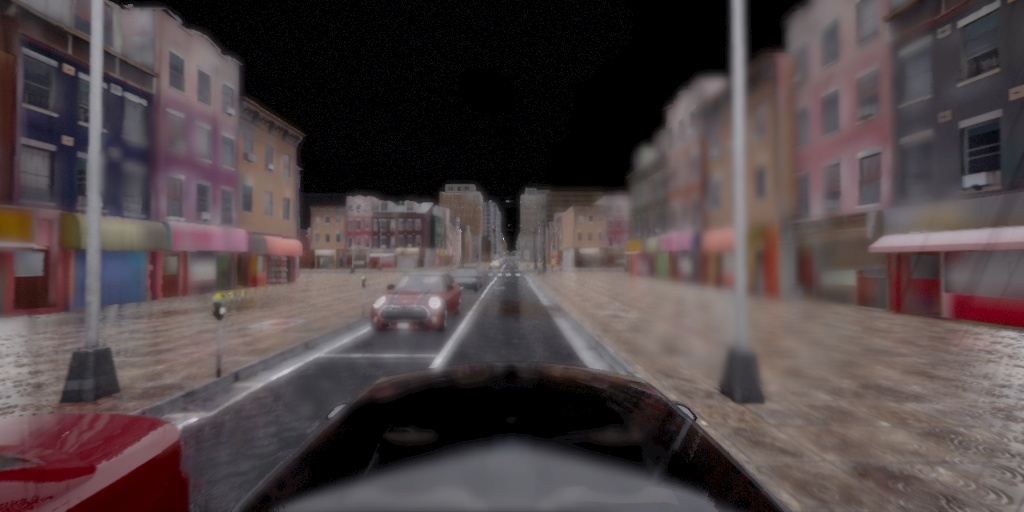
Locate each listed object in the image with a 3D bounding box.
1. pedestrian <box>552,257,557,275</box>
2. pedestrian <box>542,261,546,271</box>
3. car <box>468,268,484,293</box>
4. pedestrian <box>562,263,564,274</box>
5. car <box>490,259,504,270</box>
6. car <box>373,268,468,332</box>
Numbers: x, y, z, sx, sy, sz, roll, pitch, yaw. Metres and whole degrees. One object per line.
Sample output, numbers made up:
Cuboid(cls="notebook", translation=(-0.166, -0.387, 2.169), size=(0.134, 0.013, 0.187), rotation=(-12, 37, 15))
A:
Cuboid(cls="pedestrian", translation=(4.491, 1.038, 37.913), size=(0.375, 1.860, 0.375), rotation=(0, -1, 0))
Cuboid(cls="pedestrian", translation=(3.490, 1.070, 39.112), size=(0.500, 1.100, 0.500), rotation=(0, -1, 0))
Cuboid(cls="car", translation=(-2.648, 1.395, 21.598), size=(1.948, 1.339, 4.313), rotation=(0, 0, 0))
Cuboid(cls="pedestrian", translation=(5.491, 1.298, 38.510), size=(0.375, 1.300, 0.375), rotation=(0, -1, 0))
Cuboid(cls="car", translation=(-2.668, 1.555, 59.196), size=(1.751, 1.417, 4.829), rotation=(0, 0, 0))
Cuboid(cls="car", translation=(-2.642, 1.224, 10.837), size=(1.967, 1.591, 4.097), rotation=(0, 0, 0))
